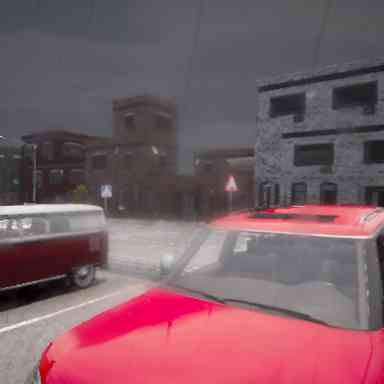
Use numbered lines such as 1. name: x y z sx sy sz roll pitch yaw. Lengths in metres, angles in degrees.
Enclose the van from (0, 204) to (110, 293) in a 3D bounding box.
1. van: -3.986 1.282 7.104 1.878 1.987 4.442 0 0 36
